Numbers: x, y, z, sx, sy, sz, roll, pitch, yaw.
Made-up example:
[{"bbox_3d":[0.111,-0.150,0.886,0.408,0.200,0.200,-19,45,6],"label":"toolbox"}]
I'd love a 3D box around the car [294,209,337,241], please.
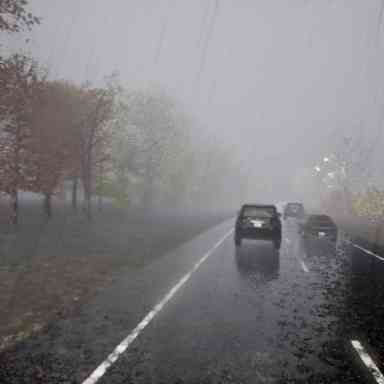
[{"bbox_3d":[7.798,2.124,20.970,1.837,1.490,4.892,2,0,12],"label":"car"}]

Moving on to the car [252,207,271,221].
[{"bbox_3d":[7.898,2.436,37.404,1.895,1.301,4.718,2,-1,13],"label":"car"}]

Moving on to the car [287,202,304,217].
[{"bbox_3d":[11.872,2.253,38.970,2.150,2.045,5.566,2,-1,13],"label":"car"}]

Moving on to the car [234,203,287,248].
[{"bbox_3d":[3.443,1.599,17.278,2.150,2.045,5.566,2,-1,12],"label":"car"}]
